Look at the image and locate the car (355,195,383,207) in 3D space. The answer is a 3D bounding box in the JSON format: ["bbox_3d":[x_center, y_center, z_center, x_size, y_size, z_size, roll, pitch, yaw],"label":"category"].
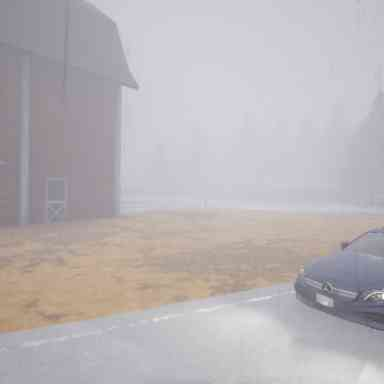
[{"bbox_3d":[20.656,1.048,36.923,4.674,1.442,1.812,2,2,39],"label":"car"}]

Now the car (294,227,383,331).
[{"bbox_3d":[4.058,1.424,6.351,4.674,1.442,1.812,0,2,-31],"label":"car"}]
